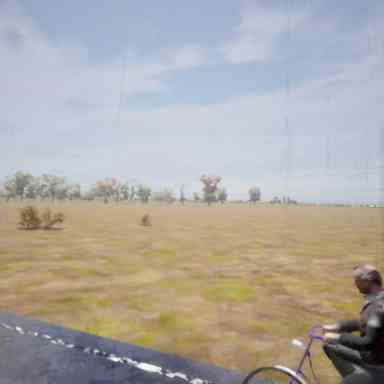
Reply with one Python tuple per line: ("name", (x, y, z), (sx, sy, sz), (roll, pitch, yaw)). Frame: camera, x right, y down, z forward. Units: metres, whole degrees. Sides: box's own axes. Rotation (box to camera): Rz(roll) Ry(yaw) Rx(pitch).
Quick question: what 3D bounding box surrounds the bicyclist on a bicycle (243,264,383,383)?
("bicyclist on a bicycle", (1.312, 1.506, 2.921), (1.843, 1.776, 0.659), (1, -2, 26))
